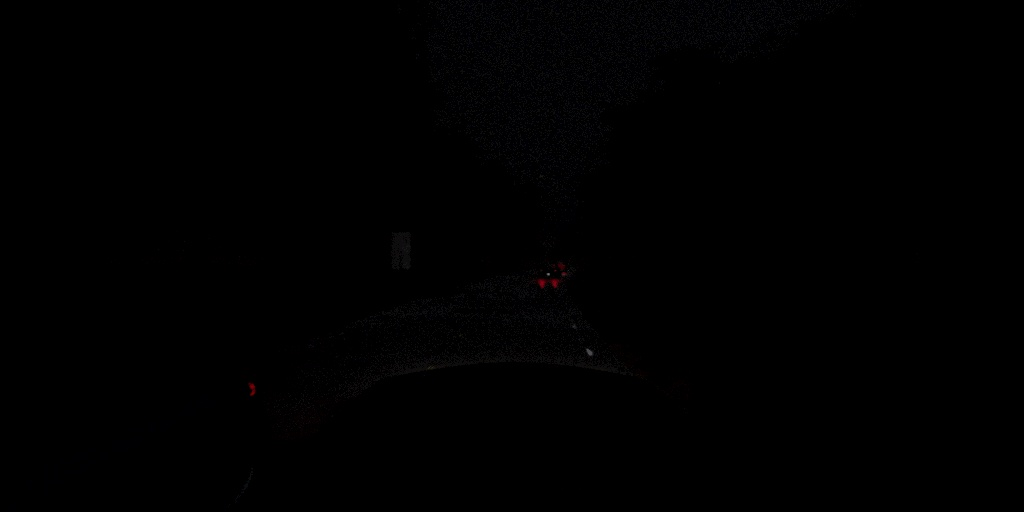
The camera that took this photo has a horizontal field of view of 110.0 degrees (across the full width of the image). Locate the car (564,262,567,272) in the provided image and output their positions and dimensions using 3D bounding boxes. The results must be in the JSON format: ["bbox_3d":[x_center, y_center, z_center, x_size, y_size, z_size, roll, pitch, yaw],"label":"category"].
[{"bbox_3d":[6.409,1.349,48.128,1.812,1.442,4.674,0,0,12],"label":"car"}]

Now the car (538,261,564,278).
[{"bbox_3d":[3.677,1.358,34.243,1.895,1.301,4.718,0,0,11],"label":"car"}]

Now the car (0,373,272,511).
[{"bbox_3d":[-3.039,1.303,1.317,1.994,1.385,4.181,0,0,0],"label":"car"}]
